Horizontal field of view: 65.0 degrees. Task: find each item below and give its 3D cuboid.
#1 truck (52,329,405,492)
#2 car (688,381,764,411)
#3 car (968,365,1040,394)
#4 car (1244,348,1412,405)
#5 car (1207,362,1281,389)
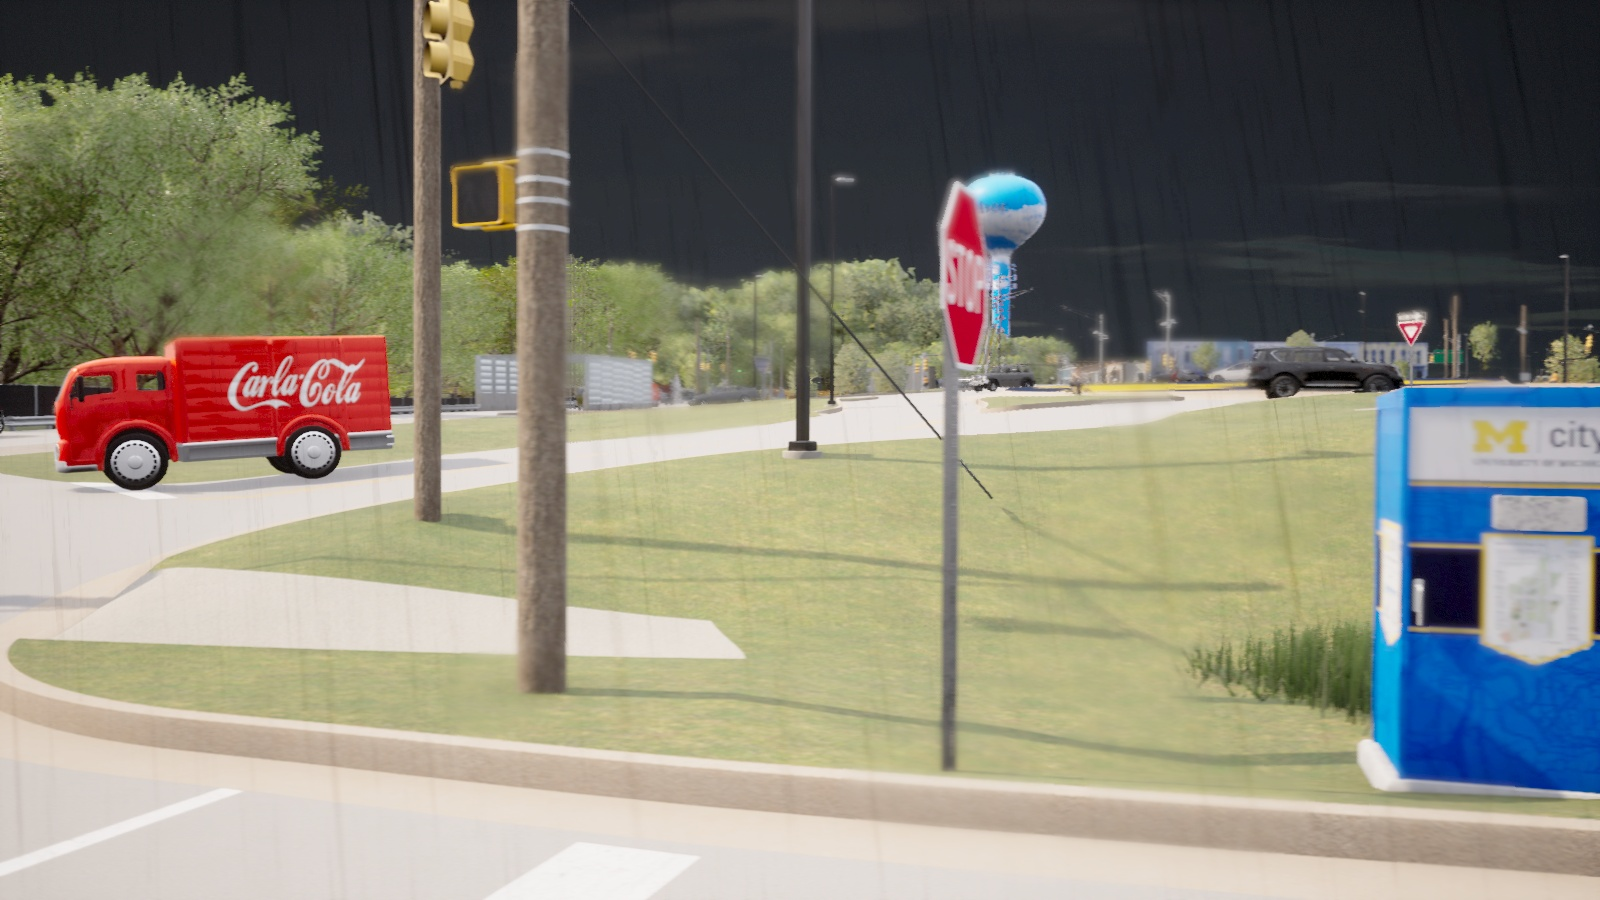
[{"bbox_3d":[-9.928,-0.763,21.903,5.204,2.467,2.627,-4,3,-30],"label":"truck"},{"bbox_3d":[-4.975,-3.593,84.207,4.902,1.511,2.128,-5,2,-4],"label":"car"},{"bbox_3d":[13.956,-4.817,85.829,4.605,1.855,1.932,-3,2,-26],"label":"car"},{"bbox_3d":[20.048,-2.780,47.948,5.566,2.045,2.150,1,1,12],"label":"car"},{"bbox_3d":[30.673,-5.115,86.717,4.611,1.667,2.242,0,1,25],"label":"car"}]
